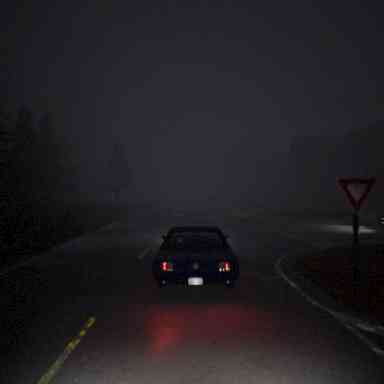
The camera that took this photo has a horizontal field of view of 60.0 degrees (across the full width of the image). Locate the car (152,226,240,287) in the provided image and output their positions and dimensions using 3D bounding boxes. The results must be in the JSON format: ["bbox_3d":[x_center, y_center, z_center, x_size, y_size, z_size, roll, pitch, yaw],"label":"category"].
[{"bbox_3d":[0.083,1.598,9.250,1.895,1.301,4.718,0,0,0],"label":"car"}]

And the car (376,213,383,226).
[{"bbox_3d":[13.108,1.423,18.700,4.892,1.490,1.837,0,0,16],"label":"car"}]

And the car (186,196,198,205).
[{"bbox_3d":[0.061,1.487,60.532,1.837,1.490,4.892,0,0,0],"label":"car"}]

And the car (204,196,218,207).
[{"bbox_3d":[2.938,1.440,52.653,1.816,1.474,4.193,-6,0,-2],"label":"car"}]
